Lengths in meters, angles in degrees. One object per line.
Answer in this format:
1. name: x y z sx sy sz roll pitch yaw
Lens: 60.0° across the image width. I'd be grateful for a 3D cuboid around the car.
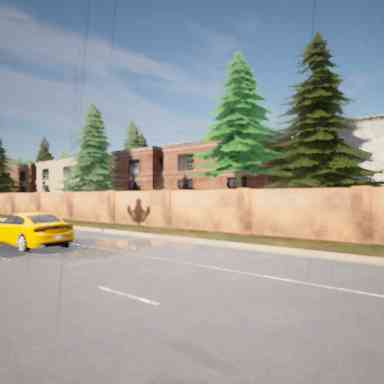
1. car: -7.143 1.640 14.642 5.008 1.535 1.882 0 0 40
